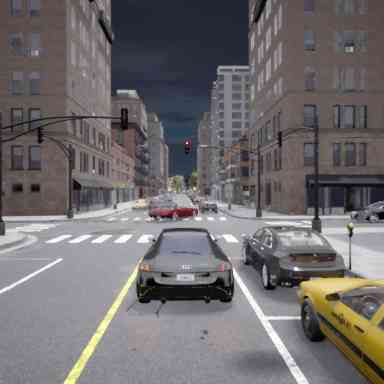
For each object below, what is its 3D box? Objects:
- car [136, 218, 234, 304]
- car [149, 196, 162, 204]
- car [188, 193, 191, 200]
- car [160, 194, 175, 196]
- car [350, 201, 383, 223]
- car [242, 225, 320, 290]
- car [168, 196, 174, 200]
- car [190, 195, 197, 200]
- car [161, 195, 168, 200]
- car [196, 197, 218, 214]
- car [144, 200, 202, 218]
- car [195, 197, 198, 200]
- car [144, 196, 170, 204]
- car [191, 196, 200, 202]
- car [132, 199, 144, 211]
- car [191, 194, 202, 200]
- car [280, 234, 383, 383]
[{"bbox_3d":[-0.171,1.564,8.217,1.994,1.385,4.181,0,0,-1],"label":"car"},{"bbox_3d":[-6.942,1.544,63.952,2.008,1.369,4.403,0,0,-1],"label":"car"},{"bbox_3d":[0.940,1.306,69.834,2.192,1.841,5.009,0,0,-1],"label":"car"},{"bbox_3d":[-4.202,1.543,56.275,2.033,1.411,5.357,0,0,-2],"label":"car"},{"bbox_3d":[13.932,1.402,23.826,4.902,1.511,2.128,0,0,-3],"label":"car"},{"bbox_3d":[2.451,1.551,8.887,2.008,1.369,4.403,0,0,-1],"label":"car"},{"bbox_3d":[-3.947,1.562,45.910,1.994,1.385,4.181,0,0,-2],"label":"car"},{"bbox_3d":[0.373,1.510,92.724,1.752,1.417,4.829,0,0,-1],"label":"car"},{"bbox_3d":[-7.645,1.567,92.350,1.802,1.307,4.206,0,0,-1],"label":"car"},{"bbox_3d":[1.783,1.550,35.754,2.008,1.369,4.403,0,0,-1],"label":"car"},{"bbox_3d":[-1.384,1.592,26.705,1.895,1.301,4.718,0,0,31],"label":"car"},{"bbox_3d":[1.643,1.580,41.434,1.802,1.307,4.206,0,0,-1],"label":"car"},{"bbox_3d":[-3.701,1.504,36.007,1.837,1.490,4.892,0,0,-1],"label":"car"},{"bbox_3d":[0.799,1.556,75.514,1.947,1.339,4.313,0,0,-1],"label":"car"},{"bbox_3d":[-6.376,1.524,41.064,1.752,1.417,4.829,0,0,-1],"label":"car"},{"bbox_3d":[1.221,1.435,58.474,1.967,1.590,4.097,0,0,-1],"label":"car"},{"bbox_3d":[2.585,1.525,3.652,1.752,1.417,4.829,0,0,-1],"label":"car"}]
